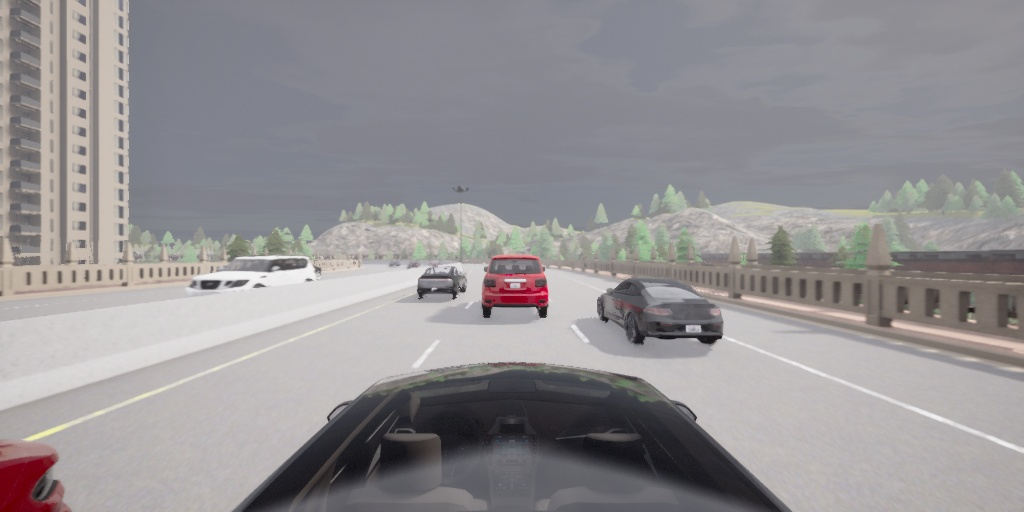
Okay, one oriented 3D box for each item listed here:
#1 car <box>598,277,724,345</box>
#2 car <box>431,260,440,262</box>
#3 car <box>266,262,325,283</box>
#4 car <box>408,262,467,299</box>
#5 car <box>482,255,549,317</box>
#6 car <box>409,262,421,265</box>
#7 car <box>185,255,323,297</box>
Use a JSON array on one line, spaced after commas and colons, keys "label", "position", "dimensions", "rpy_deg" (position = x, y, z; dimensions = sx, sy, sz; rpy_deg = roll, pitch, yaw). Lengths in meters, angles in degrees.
[{"label": "car", "position": [3.600, 1.282, 9.408], "dimensions": [1.812, 1.442, 4.674], "rpy_deg": [0, 0, 0]}, {"label": "car", "position": [-12.283, 1.421, 57.512], "dimensions": [1.812, 1.442, 4.674], "rpy_deg": [0, 0, -10]}, {"label": "car", "position": [-17.604, 1.267, 29.505], "dimensions": [1.882, 1.535, 5.008], "rpy_deg": [0, 0, 0]}, {"label": "car", "position": [-3.400, 1.258, 18.073], "dimensions": [2.128, 1.511, 4.902], "rpy_deg": [0, 0, 0]}, {"label": "car", "position": [0.100, 0.981, 13.405], "dimensions": [2.150, 2.045, 5.566], "rpy_deg": [0, 0, 0]}, {"label": "car", "position": [-16.678, 1.485, 61.559], "dimensions": [1.994, 1.385, 4.181], "rpy_deg": [0, 0, -12]}, {"label": "car", "position": [-10.600, 0.983, 15.237], "dimensions": [2.150, 2.045, 5.566], "rpy_deg": [0, 0, 0]}]
